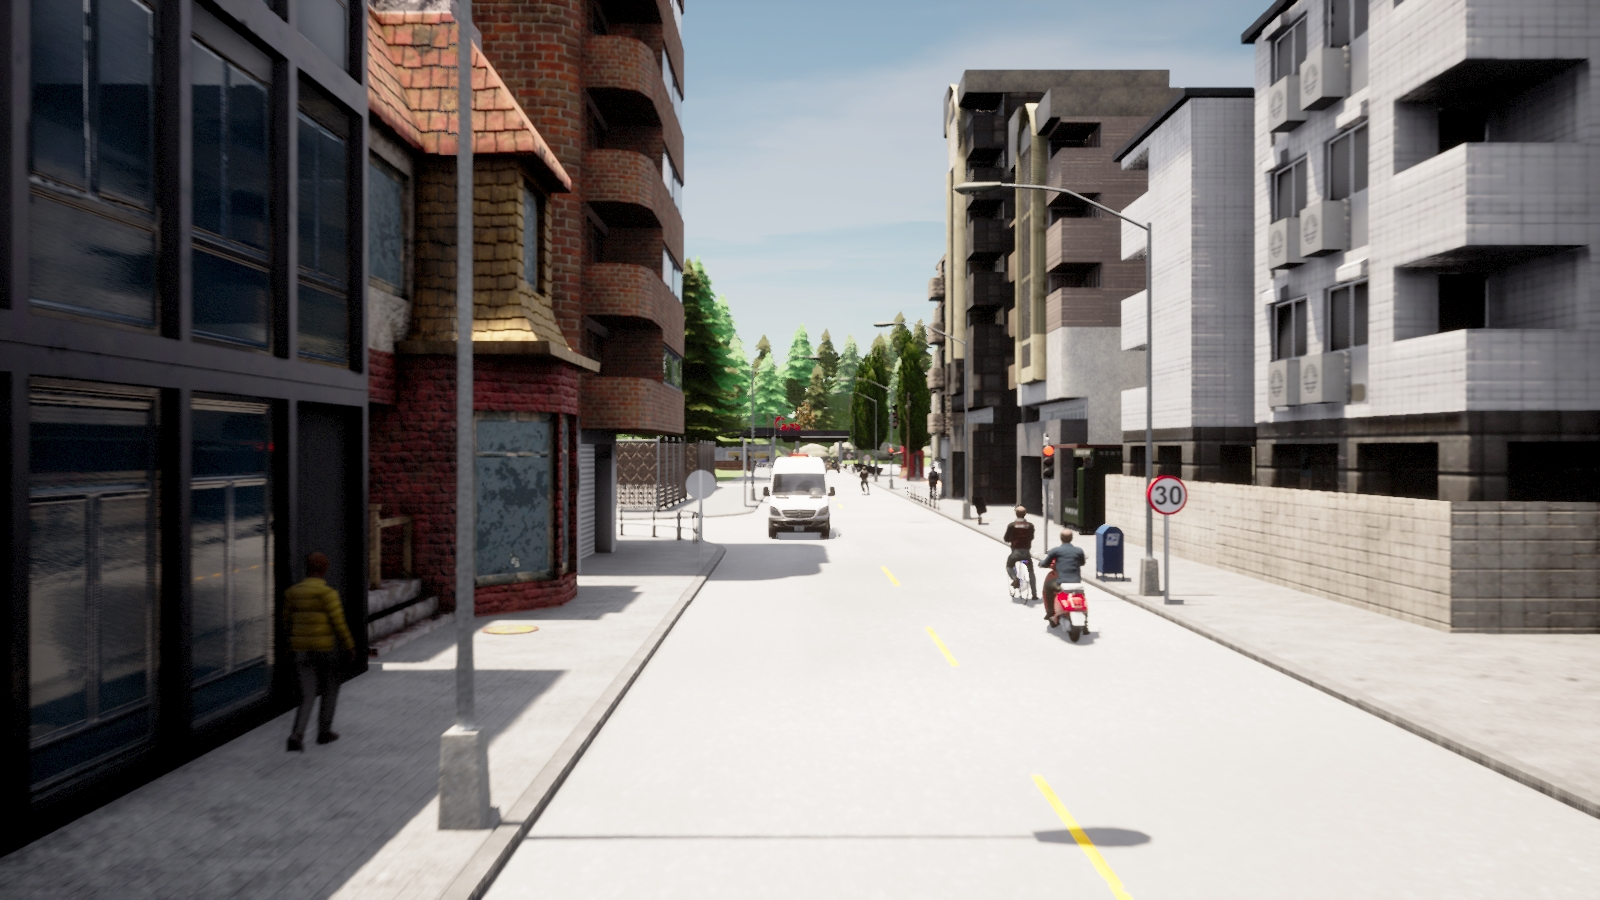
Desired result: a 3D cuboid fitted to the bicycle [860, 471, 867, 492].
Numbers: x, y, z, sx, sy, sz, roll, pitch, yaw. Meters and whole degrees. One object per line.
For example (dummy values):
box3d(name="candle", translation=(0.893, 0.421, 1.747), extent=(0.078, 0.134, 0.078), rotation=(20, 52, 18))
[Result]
box3d(name="bicycle", translation=(3.940, 1.940, 70.827), extent=(0.329, 1.271, 1.835), rotation=(0, 0, 0))

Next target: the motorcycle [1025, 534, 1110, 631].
box3d(name="motorcycle", translation=(4.002, 1.962, 17.239), extent=(0.856, 1.236, 1.805), rotation=(0, 0, 0))

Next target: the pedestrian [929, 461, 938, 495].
box3d(name="pedestrian", translation=(7.236, 1.523, 61.953), extent=(0.375, 1.860, 0.375), rotation=(0, 0, -6))

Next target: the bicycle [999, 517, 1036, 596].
box3d(name="bicycle", translation=(4.008, 1.940, 21.113), extent=(0.329, 1.271, 1.835), rotation=(0, 0, 0))

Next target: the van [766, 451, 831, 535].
box3d(name="van", translation=(-0.036, 1.314, 38.000), extent=(1.988, 2.561, 5.915), rotation=(0, 0, 0))

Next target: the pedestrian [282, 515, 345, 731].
box3d(name="pedestrian", translation=(-4.334, 1.523, 10.191), extent=(0.375, 1.860, 0.375), rotation=(0, 0, 6))
